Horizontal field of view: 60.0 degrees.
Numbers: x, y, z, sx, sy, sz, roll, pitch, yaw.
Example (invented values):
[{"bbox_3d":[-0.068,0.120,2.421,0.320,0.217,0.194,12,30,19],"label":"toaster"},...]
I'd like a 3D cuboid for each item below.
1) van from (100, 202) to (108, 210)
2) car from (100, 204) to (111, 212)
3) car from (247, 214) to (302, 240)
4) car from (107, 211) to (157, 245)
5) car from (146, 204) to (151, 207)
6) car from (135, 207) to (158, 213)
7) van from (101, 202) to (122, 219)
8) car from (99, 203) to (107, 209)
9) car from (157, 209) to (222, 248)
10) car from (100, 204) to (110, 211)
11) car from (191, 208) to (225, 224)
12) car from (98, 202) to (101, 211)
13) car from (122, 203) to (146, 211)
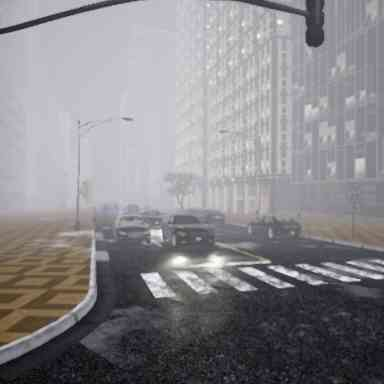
[{"bbox_3d":[-18.971,3.007,71.636,1.690,1.788,3.998,0,-1,-16],"label":"van"},{"bbox_3d":[-15.777,2.919,60.672,1.752,1.417,4.829,0,-1,-16],"label":"car"},{"bbox_3d":[4.802,1.998,19.980,2.008,1.369,4.403,0,-1,-16],"label":"car"},{"bbox_3d":[-3.244,1.914,17.638,2.008,1.369,4.403,0,-1,-16],"label":"car"},{"bbox_3d":[-9.350,3.198,68.574,1.802,1.307,4.206,-1,-1,-16],"label":"car"},{"bbox_3d":[-3.116,2.145,26.541,1.994,1.385,4.181,1,-1,-15],"label":"car"},{"bbox_3d":[-9.536,2.214,39.241,1.690,1.788,3.998,0,-1,-16],"label":"van"},{"bbox_3d":[-22.113,3.479,82.430,1.887,1.381,4.507,0,-1,-16],"label":"car"},{"bbox_3d":[-0.319,1.833,16.912,1.882,1.535,5.008,1,-1,-14],"label":"car"},{"bbox_3d":[-17.396,3.076,66.233,1.887,1.381,4.507,0,-1,-16],"label":"car"},{"bbox_3d":[1.657,2.267,30.779,1.947,1.339,4.313,0,-1,-16],"label":"car"},{"bbox_3d":[-14.251,2.816,55.435,2.008,1.369,4.403,0,-1,-16],"label":"car"},{"bbox_3d":[-7.296,2.275,40.954,2.097,1.767,4.553,1,-1,-16],"label":"car"}]
